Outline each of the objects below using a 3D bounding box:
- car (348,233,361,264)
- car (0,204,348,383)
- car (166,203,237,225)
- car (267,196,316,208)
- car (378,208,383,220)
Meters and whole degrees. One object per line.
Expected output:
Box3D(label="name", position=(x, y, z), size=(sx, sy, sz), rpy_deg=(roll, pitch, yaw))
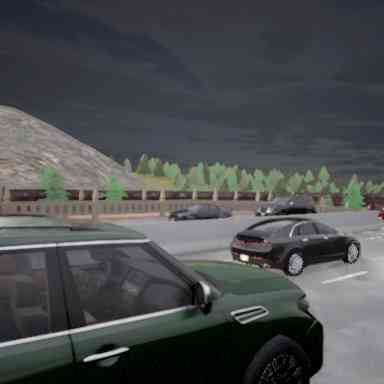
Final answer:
Box3D(label="car", position=(3.397, 1.555, 10.466), size=(4.892, 1.490, 1.837), rpy_deg=(0, 0, -36))
Box3D(label="car", position=(-1.224, 1.225, 2.873), size=(5.566, 2.045, 2.150), rpy_deg=(0, 0, -35))
Box3D(label="car", position=(0.795, 1.637, 25.993), size=(5.357, 1.411, 2.033), rpy_deg=(0, 0, -35))
Box3D(label="car", position=(7.576, 1.348, 26.512), size=(5.566, 2.045, 2.150), rpy_deg=(1, -1, -35))
Box3D(label="car", position=(17.748, 2.016, 29.427), size=(4.718, 1.301, 1.895), rpy_deg=(4, -2, -35))
